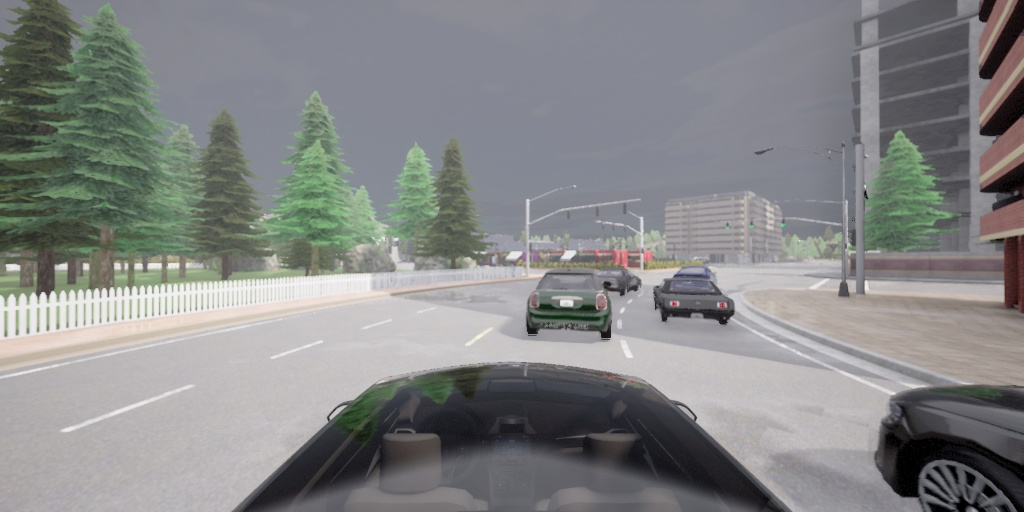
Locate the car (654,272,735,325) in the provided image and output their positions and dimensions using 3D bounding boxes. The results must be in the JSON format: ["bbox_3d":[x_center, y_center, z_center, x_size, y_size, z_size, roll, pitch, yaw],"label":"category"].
[{"bbox_3d":[5.916,1.409,12.205,1.895,1.301,4.718,0,0,18],"label":"car"}]

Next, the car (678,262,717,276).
[{"bbox_3d":[11.084,1.338,21.560,1.882,1.535,5.008,0,0,35],"label":"car"}]

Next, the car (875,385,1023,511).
[{"bbox_3d":[3.819,1.241,0.804,2.128,1.511,4.902,0,0,-1],"label":"car"}]

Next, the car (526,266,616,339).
[{"bbox_3d":[1.804,1.148,10.529,2.097,1.767,4.553,0,0,14],"label":"car"}]

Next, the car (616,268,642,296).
[{"bbox_3d":[5.845,1.392,20.201,2.033,1.411,5.357,0,0,32],"label":"car"}]
